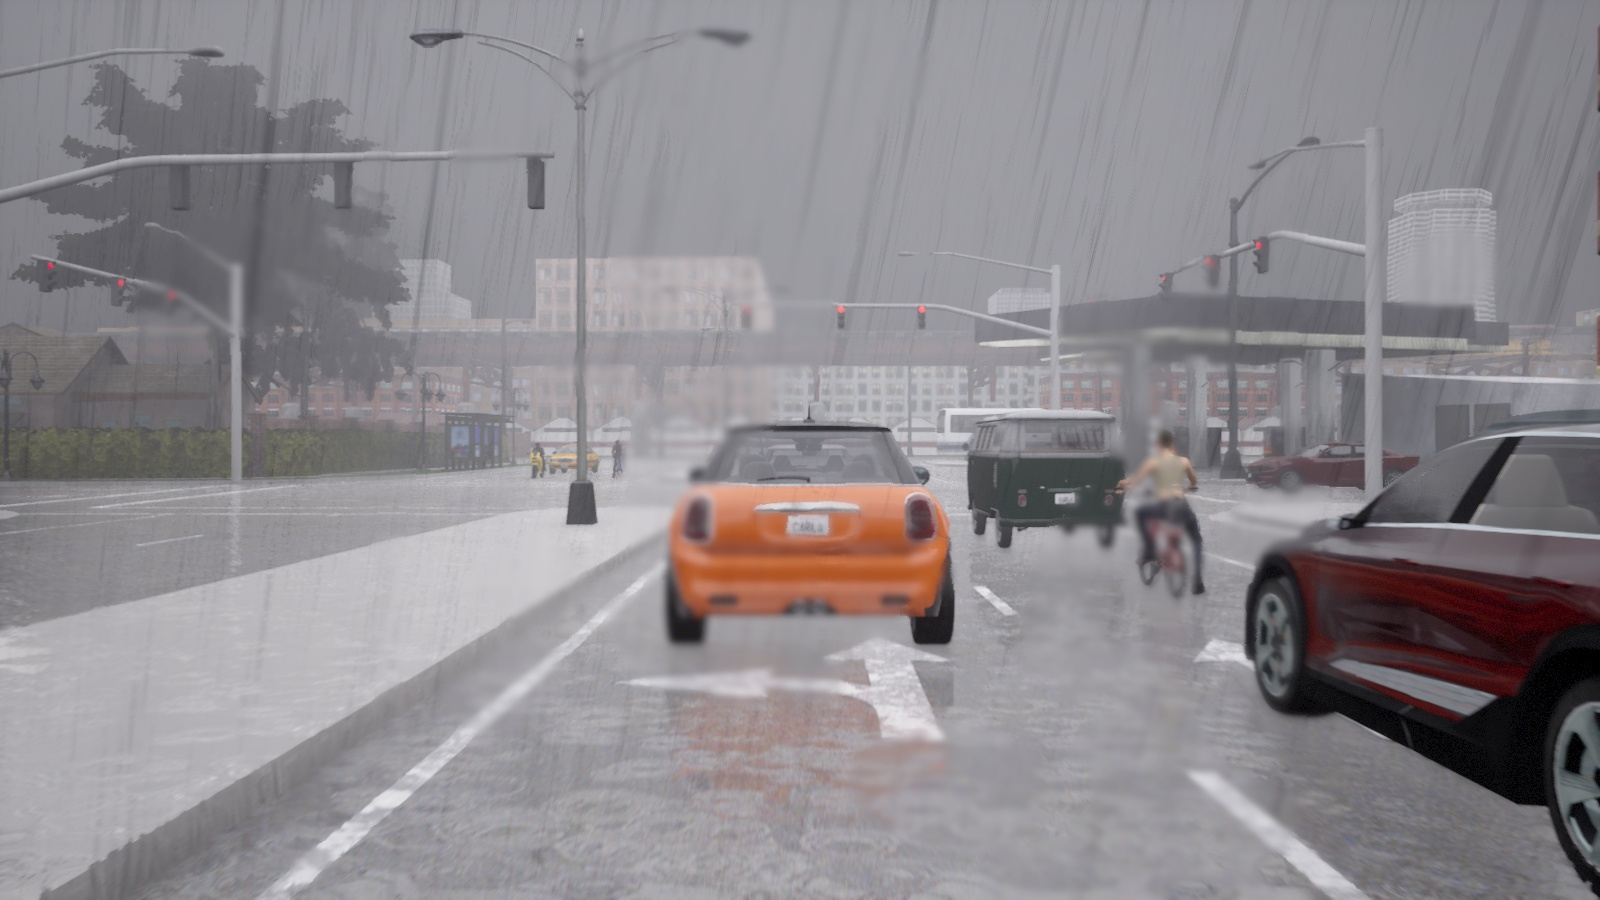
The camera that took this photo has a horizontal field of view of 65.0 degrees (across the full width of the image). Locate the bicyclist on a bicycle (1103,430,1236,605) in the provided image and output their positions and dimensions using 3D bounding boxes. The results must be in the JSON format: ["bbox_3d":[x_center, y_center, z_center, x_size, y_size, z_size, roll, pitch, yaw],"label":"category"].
[{"bbox_3d":[3.587,0.616,12.335,0.866,1.612,1.509,0,0,0],"label":"bicyclist on a bicycle"}]

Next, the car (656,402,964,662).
[{"bbox_3d":[0.077,0.544,10.829,2.097,1.767,4.553,0,0,0],"label":"car"}]

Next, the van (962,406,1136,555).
[{"bbox_3d":[3.624,0.395,19.039,1.775,1.987,4.442,0,0,0],"label":"van"}]

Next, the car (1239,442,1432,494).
[{"bbox_3d":[16.042,0.524,37.760,5.008,1.535,1.882,0,0,-2],"label":"car"}]

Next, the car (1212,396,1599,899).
[{"bbox_3d":[3.545,0.649,5.339,2.033,1.649,4.856,0,0,1],"label":"car"}]

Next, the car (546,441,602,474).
[{"bbox_3d":[-11.131,0.326,62.160,1.801,1.575,5.366,0,0,0],"label":"car"}]

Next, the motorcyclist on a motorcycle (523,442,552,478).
[{"bbox_3d":[-11.197,0.418,53.595,0.797,1.523,2.044,0,0,0],"label":"motorcyclist on a motorcycle"}]
